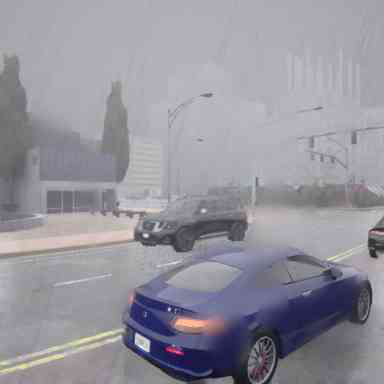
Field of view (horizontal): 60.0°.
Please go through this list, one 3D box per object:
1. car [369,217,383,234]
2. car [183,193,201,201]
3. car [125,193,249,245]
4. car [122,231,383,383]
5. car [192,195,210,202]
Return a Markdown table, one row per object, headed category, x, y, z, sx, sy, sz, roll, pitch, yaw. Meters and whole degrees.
| category | x | y | z | sx | sy | sz | roll | pitch | yaw |
| --- | --- | --- | --- | --- | --- | --- | --- | --- | --- |
| car | 7.747 | 1.491 | 11.790 | 2.128 | 1.511 | 4.902 | 0 | 0 | 43 |
| car | 0.013 | 1.156 | 76.458 | 1.905 | 1.878 | 3.866 | 0 | 0 | 44 |
| car | 0.214 | 1.220 | 14.103 | 2.150 | 2.045 | 5.566 | 0 | 0 | 43 |
| car | 1.162 | 1.526 | 5.278 | 4.674 | 1.442 | 1.812 | 0 | 0 | -42 |
| car | 2.097 | 1.395 | 74.448 | 1.970 | 1.475 | 3.806 | 0 | 0 | 44 |
